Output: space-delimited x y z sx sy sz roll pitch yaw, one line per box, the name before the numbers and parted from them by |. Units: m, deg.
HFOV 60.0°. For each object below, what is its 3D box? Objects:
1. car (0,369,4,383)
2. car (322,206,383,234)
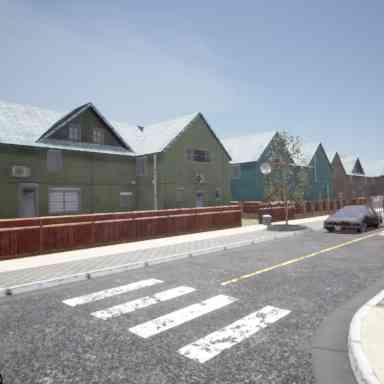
car | -3.648 1.543 1.539 2.128 1.511 4.902 -2 -1 44
car | 9.531 1.516 19.431 2.033 1.411 5.357 -2 -1 44
